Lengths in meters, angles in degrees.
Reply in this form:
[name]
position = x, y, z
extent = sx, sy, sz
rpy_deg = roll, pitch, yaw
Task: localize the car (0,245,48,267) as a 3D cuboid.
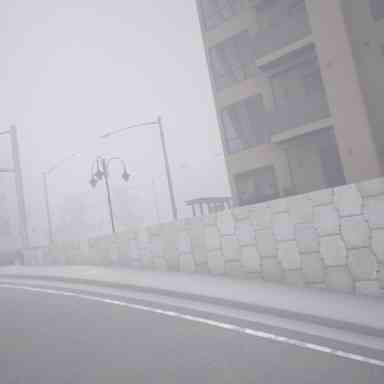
[car]
position = -14.670, 5.684, 29.931
extent = 1.837, 1.490, 4.892
rpy_deg = -15, -8, 35
